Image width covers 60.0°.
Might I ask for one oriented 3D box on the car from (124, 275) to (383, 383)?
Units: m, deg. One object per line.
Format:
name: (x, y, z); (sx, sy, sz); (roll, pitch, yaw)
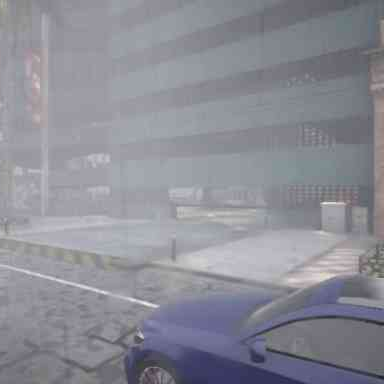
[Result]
car: (1.473, 1.525, 2.941); (4.674, 1.442, 1.812); (0, 0, 35)

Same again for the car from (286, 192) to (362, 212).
car: (9.517, 1.023, 23.265); (5.566, 2.045, 2.435); (0, 0, 36)

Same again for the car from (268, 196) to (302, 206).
car: (14.387, 1.298, 51.732); (4.674, 1.452, 2.002); (0, 0, 36)
